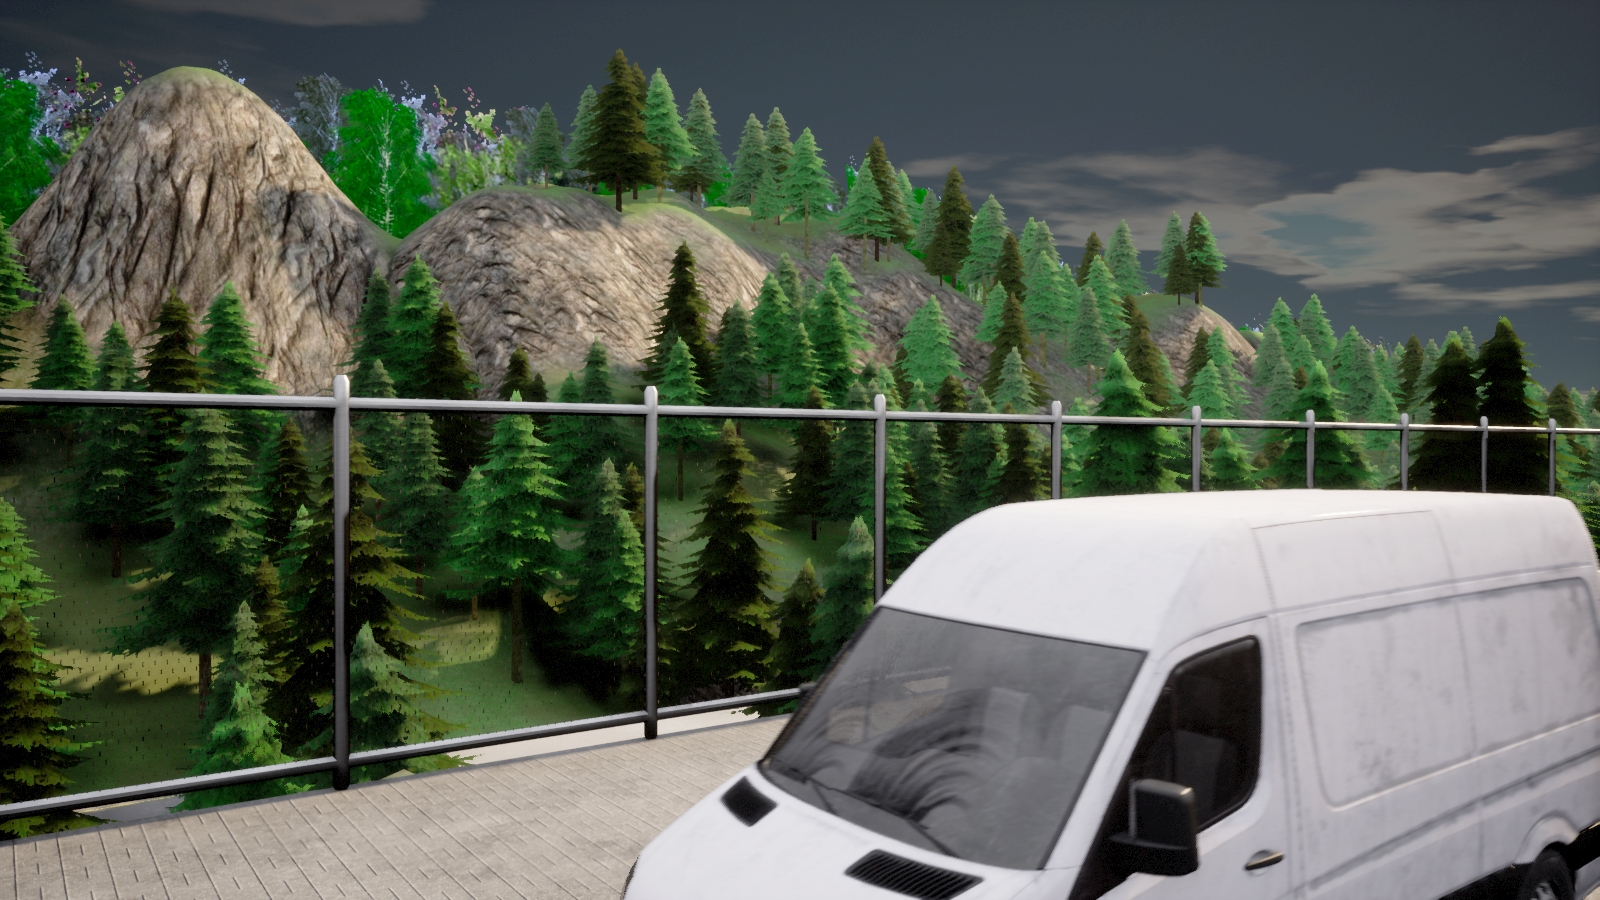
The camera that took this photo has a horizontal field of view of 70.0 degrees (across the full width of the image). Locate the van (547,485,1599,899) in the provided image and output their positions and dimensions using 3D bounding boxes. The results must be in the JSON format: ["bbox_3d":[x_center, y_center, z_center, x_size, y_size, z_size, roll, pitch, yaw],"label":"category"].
[{"bbox_3d":[1.917,1.534,5.740,5.915,2.561,1.988,0,0,-35],"label":"van"}]
